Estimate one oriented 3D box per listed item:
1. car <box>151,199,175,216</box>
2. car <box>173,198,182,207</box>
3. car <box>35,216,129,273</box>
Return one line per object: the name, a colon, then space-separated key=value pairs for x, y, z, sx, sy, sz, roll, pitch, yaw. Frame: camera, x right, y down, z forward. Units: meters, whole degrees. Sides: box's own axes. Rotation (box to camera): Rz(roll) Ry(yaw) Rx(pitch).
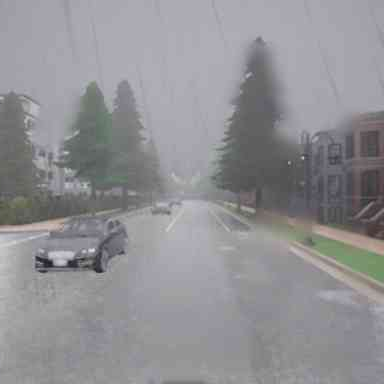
car: x=-3.097 y=1.769 z=35.295 sx=1.812 sy=1.442 sz=4.674 roll=0 pitch=0 yaw=1
car: x=-2.830 y=1.846 z=60.043 sx=1.837 sy=1.490 sz=4.892 roll=0 pitch=0 yaw=1
car: x=-3.361 y=1.577 z=11.001 sx=2.128 sy=1.511 sz=4.902 roll=0 pitch=-1 yaw=1
